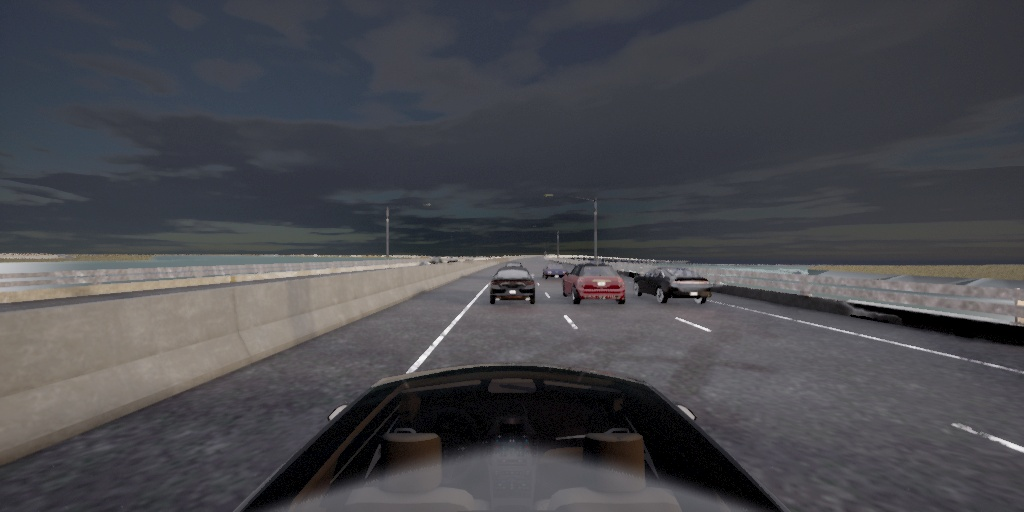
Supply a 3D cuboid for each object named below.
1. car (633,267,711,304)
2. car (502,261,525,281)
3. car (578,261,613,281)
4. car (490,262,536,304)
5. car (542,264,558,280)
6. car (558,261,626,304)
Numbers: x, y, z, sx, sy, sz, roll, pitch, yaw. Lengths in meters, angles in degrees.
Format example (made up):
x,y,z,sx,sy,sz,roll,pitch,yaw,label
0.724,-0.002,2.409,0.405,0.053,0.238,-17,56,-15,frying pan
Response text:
x,y,z,sx,sy,sz,roll,pitch,yaw,label
7.040,1.243,16.271,2.128,1.511,4.902,0,0,0,car
0.161,1.261,31.280,1.837,1.490,4.892,0,0,1,car
7.160,1.228,31.205,1.882,1.535,5.008,0,0,1,car
0.040,1.233,16.308,1.882,1.535,5.008,0,0,0,car
3.660,1.360,31.272,1.895,1.301,4.718,0,0,1,car
3.540,1.114,16.259,2.097,1.767,4.553,0,0,0,car
